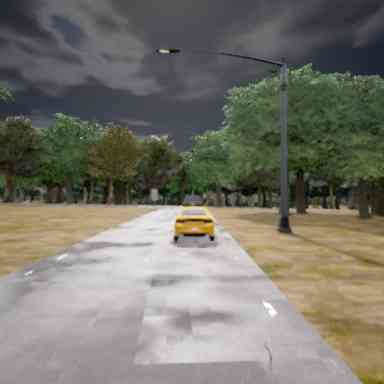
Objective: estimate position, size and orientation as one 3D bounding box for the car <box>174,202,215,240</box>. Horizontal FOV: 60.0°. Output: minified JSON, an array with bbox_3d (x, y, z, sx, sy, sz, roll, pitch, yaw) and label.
[{"bbox_3d":[0.100,1.491,17.138,1.882,1.535,5.008,0,0,0],"label":"car"}]

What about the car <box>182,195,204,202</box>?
[{"bbox_3d":[0.101,1.399,36.472,2.150,2.045,5.566,0,-1,0],"label":"car"}]
